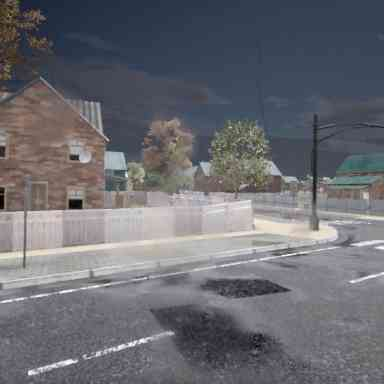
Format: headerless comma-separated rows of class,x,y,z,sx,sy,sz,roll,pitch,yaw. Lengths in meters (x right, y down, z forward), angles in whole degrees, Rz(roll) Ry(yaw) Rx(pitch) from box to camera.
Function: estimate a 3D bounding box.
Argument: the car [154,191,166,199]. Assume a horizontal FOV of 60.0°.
car,-6.196,0.640,61.715,1.812,1.442,4.674,1,1,-20
